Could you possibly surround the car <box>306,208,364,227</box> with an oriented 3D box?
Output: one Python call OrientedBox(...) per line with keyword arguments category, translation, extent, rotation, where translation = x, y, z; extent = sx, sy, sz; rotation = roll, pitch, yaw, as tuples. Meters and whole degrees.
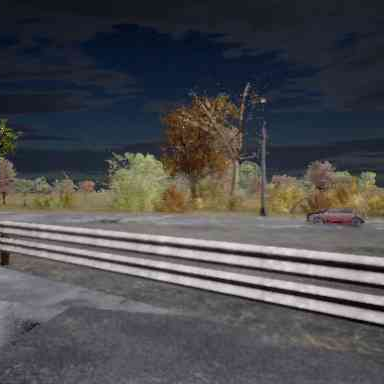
OrientedBox(category="car", translation=(11.240, 1.930, 26.333), extent=(4.181, 1.385, 1.994), rotation=(0, 0, 12))
